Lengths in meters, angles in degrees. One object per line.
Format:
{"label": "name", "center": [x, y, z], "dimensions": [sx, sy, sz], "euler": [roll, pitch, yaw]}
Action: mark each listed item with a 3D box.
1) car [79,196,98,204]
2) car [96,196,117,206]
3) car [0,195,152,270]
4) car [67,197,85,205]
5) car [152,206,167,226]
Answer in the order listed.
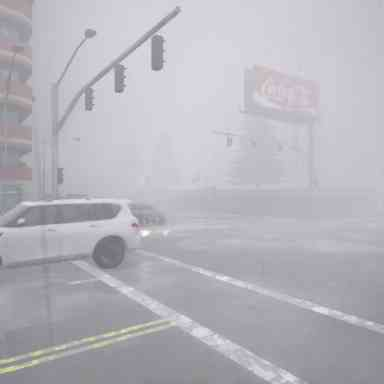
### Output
{"label": "car", "center": [-19.974, 1.476, 64.040], "dimensions": [1.882, 1.535, 5.008], "euler": [0, 0, -36]}
{"label": "car", "center": [-14.487, 1.504, 56.410], "dimensions": [1.837, 1.490, 4.892], "euler": [0, 0, -36]}
{"label": "car", "center": [-4.198, 1.220, 9.593], "dimensions": [5.566, 2.045, 2.150], "euler": [0, 0, -36]}
{"label": "car", "center": [-20.557, 1.563, 58.857], "dimensions": [1.994, 1.385, 4.181], "euler": [0, 0, -36]}
{"label": "car", "center": [-3.560, 1.505, 22.894], "dimensions": [1.837, 1.490, 4.892], "euler": [0, 0, -36]}
